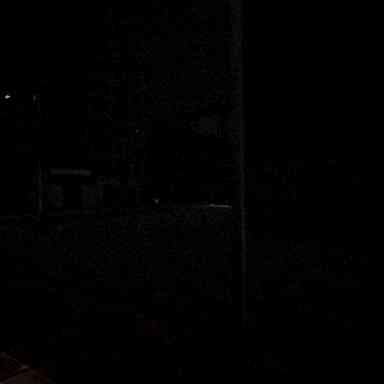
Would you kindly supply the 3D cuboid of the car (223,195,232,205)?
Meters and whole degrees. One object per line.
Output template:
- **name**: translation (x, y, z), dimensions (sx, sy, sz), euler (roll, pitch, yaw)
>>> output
- **car**: translation (6.233, 1.118, 47.670), dimensions (1.837, 1.490, 4.892), euler (-1, -1, 36)
